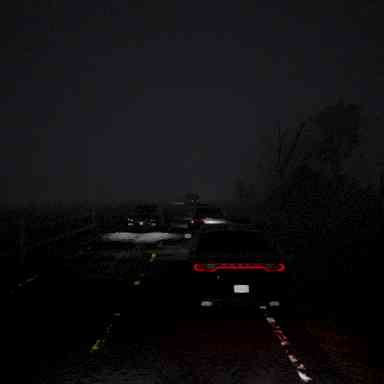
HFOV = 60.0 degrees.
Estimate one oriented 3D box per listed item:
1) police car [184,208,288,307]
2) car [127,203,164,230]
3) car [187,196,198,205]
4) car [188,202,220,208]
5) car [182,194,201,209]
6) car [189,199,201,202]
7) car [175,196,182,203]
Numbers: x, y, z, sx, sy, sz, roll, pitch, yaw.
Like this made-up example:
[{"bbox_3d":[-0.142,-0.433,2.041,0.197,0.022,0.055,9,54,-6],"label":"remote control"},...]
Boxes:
[{"bbox_3d":[0.837,1.426,8.186,1.930,1.638,5.238,0,0,0],"label":"police car"},{"bbox_3d":[-2.822,1.509,20.991,1.837,1.490,4.892,0,0,0],"label":"car"},{"bbox_3d":[0.081,1.534,60.583,1.882,1.535,5.008,0,0,0],"label":"car"},{"bbox_3d":[0.850,1.508,18.076,1.837,1.490,4.892,0,0,0],"label":"car"},{"bbox_3d":[0.099,1.250,45.969,2.150,2.045,5.566,0,0,1],"label":"car"},{"bbox_3d":[0.858,1.511,24.076,1.837,1.490,4.892,0,0,0],"label":"car"},{"bbox_3d":[-2.652,1.646,72.313,1.994,1.385,4.181,0,0,0],"label":"car"}]
